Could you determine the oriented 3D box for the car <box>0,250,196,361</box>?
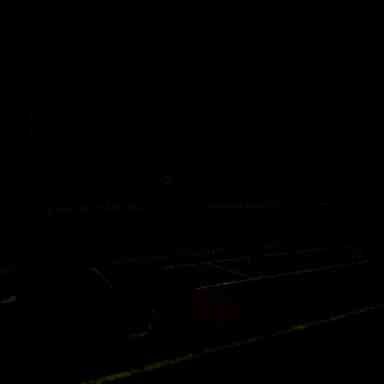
[{"bbox_3d":[-2.409,1.686,5.212,4.718,1.301,1.895,0,-1,-29],"label":"car"}]
